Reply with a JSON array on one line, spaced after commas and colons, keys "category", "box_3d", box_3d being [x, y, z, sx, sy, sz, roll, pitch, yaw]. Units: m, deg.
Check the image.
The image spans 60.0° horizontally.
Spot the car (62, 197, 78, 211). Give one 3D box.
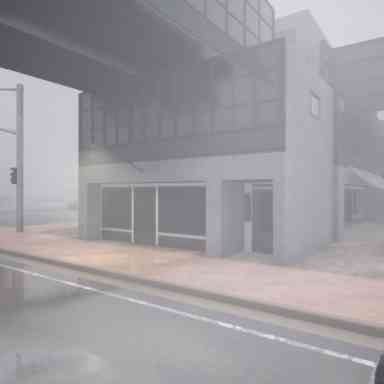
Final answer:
[{"category": "car", "box_3d": [-12.565, 1.346, 39.730, 2.097, 1.767, 4.553, 0, 0, 37]}]

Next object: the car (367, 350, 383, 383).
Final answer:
[{"category": "car", "box_3d": [3.528, 1.490, 1.475, 4.902, 1.511, 2.128, 0, 0, 36]}]

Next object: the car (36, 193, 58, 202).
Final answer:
[{"category": "car", "box_3d": [-30.620, 1.141, 69.428, 4.605, 1.855, 1.932, 0, 0, 35]}]

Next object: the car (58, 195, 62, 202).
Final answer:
[{"category": "car", "box_3d": [-28.893, 1.351, 71.754, 3.905, 1.438, 1.784, 0, 0, 35]}]
